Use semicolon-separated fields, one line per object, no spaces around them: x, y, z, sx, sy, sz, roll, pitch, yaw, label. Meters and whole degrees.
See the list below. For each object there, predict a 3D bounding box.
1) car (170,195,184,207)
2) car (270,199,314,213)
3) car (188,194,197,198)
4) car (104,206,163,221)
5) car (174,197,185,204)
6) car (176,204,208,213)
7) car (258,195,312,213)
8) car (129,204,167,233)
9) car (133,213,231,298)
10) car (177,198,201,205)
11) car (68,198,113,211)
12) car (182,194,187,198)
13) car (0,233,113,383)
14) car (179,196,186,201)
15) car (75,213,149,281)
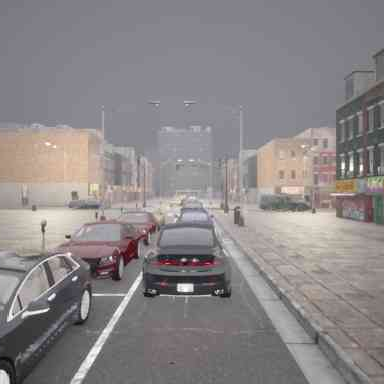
-2.565;1.615;52.683;1.752;1.417;4.829;0;0;0;car
12.258;1.716;41.056;4.892;1.490;1.837;1;0;0;car
0.109;1.413;82.963;2.150;2.045;5.566;0;0;0;car
-2.613;1.556;15.402;1.887;1.381;4.507;0;0;0;car
-2.544;1.693;69.185;2.008;1.369;4.403;0;0;0;car
0.114;1.537;16.004;1.812;1.442;4.674;0;0;0;car
10.442;1.388;38.097;5.566;2.045;2.150;1;0;0;car
-2.606;1.543;20.725;1.752;1.417;4.829;0;0;0;car
-0.066;1.509;8.524;1.837;1.490;4.892;0;0;1;car
0.057;1.505;26.272;1.882;1.535;5.008;0;0;0;car
-11.569;1.459;38.014;4.902;1.511;2.128;0;0;0;car
-2.557;1.421;58.297;2.192;1.841;5.009;0;0;0;car
-2.627;1.553;4.413;2.008;1.369;4.403;0;0;0;car
-2.516;1.772;90.961;1.887;1.381;4.507;0;0;0;car
-2.620;1.550;9.907;1.887;1.381;4.507;0;0;0;car
